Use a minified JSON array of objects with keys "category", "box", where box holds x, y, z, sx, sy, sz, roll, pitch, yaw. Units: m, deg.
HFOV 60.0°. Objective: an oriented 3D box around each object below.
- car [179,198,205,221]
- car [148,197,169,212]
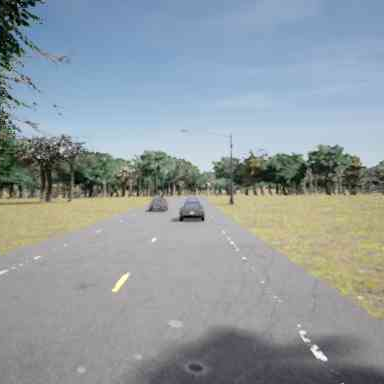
[{"category":"car","box":[0.023,1.481,26.393,1.994,1.385,4.181,0,0,1]},{"category":"car","box":[-3.547,1.344,36.004,1.837,1.490,4.892,0,0,1]}]
